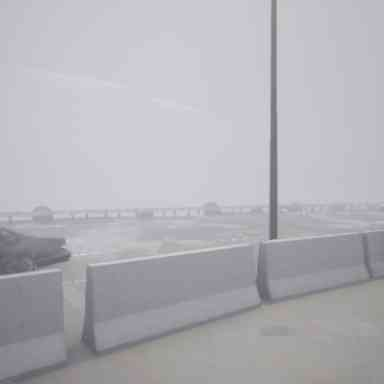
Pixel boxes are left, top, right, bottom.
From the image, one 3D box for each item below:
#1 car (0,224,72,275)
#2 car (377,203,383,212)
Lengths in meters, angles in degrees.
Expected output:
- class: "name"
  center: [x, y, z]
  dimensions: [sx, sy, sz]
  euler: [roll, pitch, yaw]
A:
- class: "car"
  center: [-5.904, 1.523, 8.319]
  dimensions: [5.357, 1.411, 2.033]
  euler: [0, 0, -35]
- class: "car"
  center: [21.979, 1.480, 35.551]
  dimensions: [4.674, 1.442, 1.812]
  euler: [0, 0, -22]
